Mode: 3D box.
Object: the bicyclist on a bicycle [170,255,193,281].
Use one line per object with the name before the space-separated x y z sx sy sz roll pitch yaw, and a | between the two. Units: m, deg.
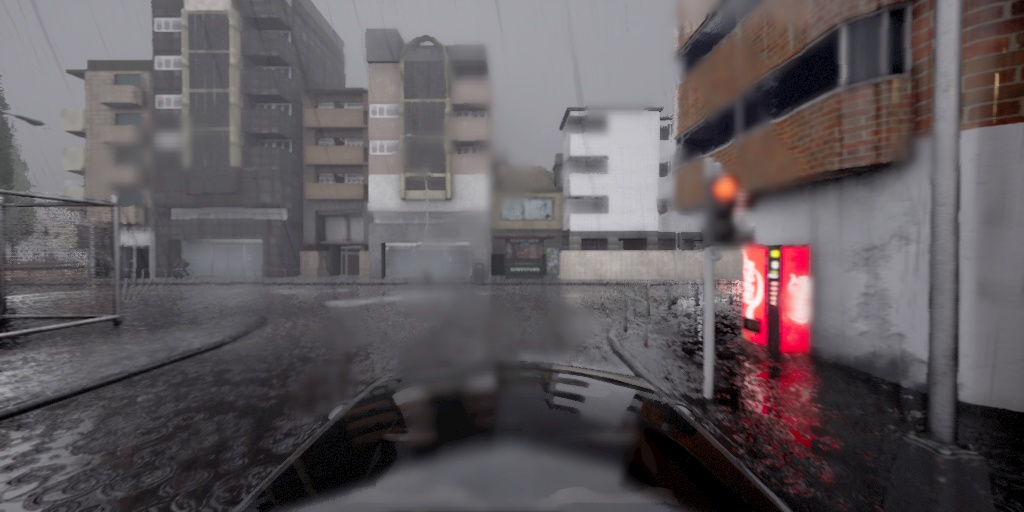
bicyclist on a bicycle | -21.616 0.776 23.463 0.582 1.620 1.656 0 1 0
